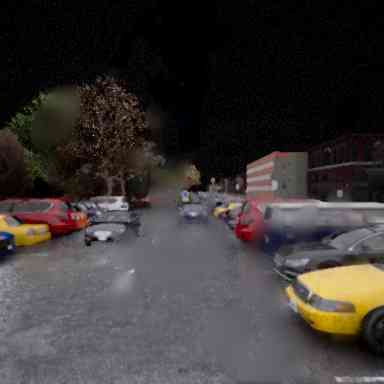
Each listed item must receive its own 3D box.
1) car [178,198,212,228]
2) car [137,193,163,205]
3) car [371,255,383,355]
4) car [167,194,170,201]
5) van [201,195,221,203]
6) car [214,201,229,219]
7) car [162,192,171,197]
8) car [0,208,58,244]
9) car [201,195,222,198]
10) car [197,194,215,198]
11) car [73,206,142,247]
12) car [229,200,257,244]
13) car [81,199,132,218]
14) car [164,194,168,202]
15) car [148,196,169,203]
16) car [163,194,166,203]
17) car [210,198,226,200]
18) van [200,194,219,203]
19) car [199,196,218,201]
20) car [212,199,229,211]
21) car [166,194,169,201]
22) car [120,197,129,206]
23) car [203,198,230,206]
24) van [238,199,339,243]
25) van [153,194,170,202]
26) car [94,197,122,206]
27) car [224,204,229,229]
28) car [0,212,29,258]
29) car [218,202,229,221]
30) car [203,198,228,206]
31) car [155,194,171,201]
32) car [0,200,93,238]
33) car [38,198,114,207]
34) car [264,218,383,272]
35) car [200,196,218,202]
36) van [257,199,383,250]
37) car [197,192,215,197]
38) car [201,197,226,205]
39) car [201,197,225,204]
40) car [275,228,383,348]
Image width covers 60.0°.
[{"bbox_3d":[0.100,1.531,23.835,2.097,1.767,4.553,0,0,0],"label":"car"},{"bbox_3d":[-8.187,1.606,62.171,4.553,1.767,2.185,0,0,0],"label":"car"},{"bbox_3d":[4.534,1.503,2.713,4.892,1.521,2.231,0,0,0],"label":"car"},{"bbox_3d":[-8.149,1.837,76.164,4.792,1.488,2.163,0,0,0],"label":"car"},{"bbox_3d":[4.282,1.583,76.303,4.442,1.987,1.878,0,0,0],"label":"van"},{"bbox_3d":[4.509,1.717,27.761,4.792,1.488,2.163,0,0,0],"label":"car"},{"bbox_3d":[-8.142,1.571,78.989,5.566,2.045,2.435,0,0,0],"label":"car"},{"bbox_3d":[-8.726,1.581,13.712,5.366,1.575,1.946,0,0,0],"label":"car"},{"bbox_3d":[4.317,1.732,56.520,4.792,1.488,2.163,0,0,0],"label":"car"},{"bbox_3d":[4.183,1.745,64.999,5.366,1.575,1.946,0,0,0],"label":"car"},{"bbox_3d":[-3.565,1.613,15.752,2.128,1.511,4.902,0,-1,0],"label":"car"},{"bbox_3d":[4.568,1.335,13.847,5.566,2.045,2.435,0,0,0],"label":"car"},{"bbox_3d":[-8.510,1.602,33.333,4.553,1.767,2.185,0,0,0],"label":"car"},{"bbox_3d":[-8.201,1.779,70.642,4.892,1.521,2.231,0,0,0],"label":"car"},{"bbox_3d":[-8.157,1.834,81.823,5.008,1.535,2.097,0,-1,0],"label":"car"},{"bbox_3d":[-8.206,1.746,64.870,5.008,1.535,2.097,0,0,0],"label":"car"},{"bbox_3d":[2.098,1.813,41.427,2.033,1.411,5.357,0,1,33],"label":"car"},{"bbox_3d":[4.296,1.610,81.833,4.442,1.987,1.878,0,0,0],"label":"van"},{"bbox_3d":[4.441,1.762,90.451,5.008,1.535,2.097,0,1,0],"label":"car"},{"bbox_3d":[4.724,1.705,30.544,5.366,1.575,1.946,0,0,0],"label":"car"},{"bbox_3d":[-8.157,1.822,73.340,4.792,1.488,2.163,0,0,0],"label":"car"},{"bbox_3d":[-8.570,1.456,30.548,5.566,2.045,2.435,0,0,0],"label":"car"},{"bbox_3d":[4.352,1.757,59.347,4.674,1.452,2.002,0,0,0],"label":"car"},{"bbox_3d":[4.655,1.379,16.506,4.442,1.987,1.878,0,0,0],"label":"van"},{"bbox_3d":[-8.026,1.571,87.600,4.442,1.987,1.878,0,1,0],"label":"van"},{"bbox_3d":[-8.572,1.560,27.637,4.553,1.767,2.185,0,0,0],"label":"car"},{"bbox_3d":[4.546,1.628,19.411,4.892,1.521,2.231,0,0,0],"label":"car"},{"bbox_3d":[-8.546,1.565,11.053,5.008,1.535,2.097,0,0,0],"label":"car"},{"bbox_3d":[4.536,1.707,24.977,4.674,1.452,2.002,0,0,0],"label":"car"},{"bbox_3d":[4.359,1.773,62.173,4.674,1.452,2.002,0,0,0],"label":"car"},{"bbox_3d":[-8.097,1.604,93.126,4.553,1.767,2.185,0,1,0],"label":"car"},{"bbox_3d":[-8.509,1.500,19.407,4.553,1.767,2.185,0,0,0],"label":"car"},{"bbox_3d":[-8.572,1.540,24.852,4.553,1.767,2.185,0,0,0],"label":"car"},{"bbox_3d":[4.546,1.546,8.278,4.892,1.521,2.231,0,0,0],"label":"car"},{"bbox_3d":[4.431,1.837,87.626,4.674,1.452,2.002,0,1,0],"label":"car"},{"bbox_3d":[4.656,1.340,11.064,4.442,1.987,1.878,0,0,0],"label":"van"},{"bbox_3d":[4.419,1.543,73.477,5.566,2.045,2.435,0,0,0],"label":"car"},{"bbox_3d":[4.381,1.763,67.825,5.008,1.535,2.097,0,0,0],"label":"car"},{"bbox_3d":[4.378,1.778,70.650,5.008,1.535,2.097,0,0,0],"label":"car"},{"bbox_3d":[4.354,1.520,5.496,5.366,1.575,1.946,0,0,0],"label":"car"}]
